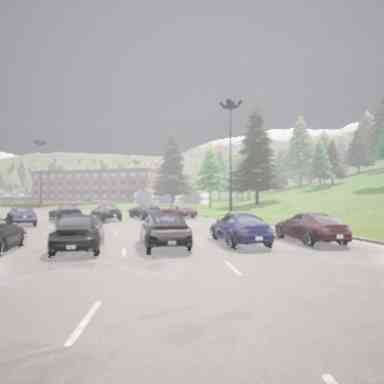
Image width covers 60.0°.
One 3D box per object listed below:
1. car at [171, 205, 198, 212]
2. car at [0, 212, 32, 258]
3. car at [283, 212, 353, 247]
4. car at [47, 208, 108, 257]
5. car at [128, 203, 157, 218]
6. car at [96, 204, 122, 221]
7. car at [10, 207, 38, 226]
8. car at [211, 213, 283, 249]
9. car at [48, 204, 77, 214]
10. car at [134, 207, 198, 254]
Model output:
[{"bbox_3d":[-1.396,1.964,33.321,1.895,1.301,4.718,0,-1,-32],"label":"car"},{"bbox_3d":[-8.129,1.714,13.288,1.994,1.385,4.181,0,-1,-12],"label":"car"},{"bbox_3d":[5.665,1.696,15.956,1.812,1.442,4.674,0,0,-11],"label":"car"},{"bbox_3d":[-4.670,1.661,13.836,1.837,1.490,4.892,0,0,-12],"label":"car"},{"bbox_3d":[-4.546,1.840,31.758,2.128,1.511,4.902,0,-1,-32],"label":"car"},{"bbox_3d":[-7.838,1.859,30.282,1.812,1.442,4.674,0,-1,-34],"label":"car"},{"bbox_3d":[-13.100,1.833,25.601,2.033,1.411,5.357,0,-1,-32],"label":"car"},{"bbox_3d":[2.213,1.692,15.382,1.812,1.442,4.674,0,0,-11],"label":"car"},{"bbox_3d":[-11.058,1.796,28.786,1.882,1.535,5.008,1,-1,-34],"label":"car"},{"bbox_3d":[-1.219,1.651,14.410,2.128,1.511,4.902,0,0,-12],"label":"car"}]
